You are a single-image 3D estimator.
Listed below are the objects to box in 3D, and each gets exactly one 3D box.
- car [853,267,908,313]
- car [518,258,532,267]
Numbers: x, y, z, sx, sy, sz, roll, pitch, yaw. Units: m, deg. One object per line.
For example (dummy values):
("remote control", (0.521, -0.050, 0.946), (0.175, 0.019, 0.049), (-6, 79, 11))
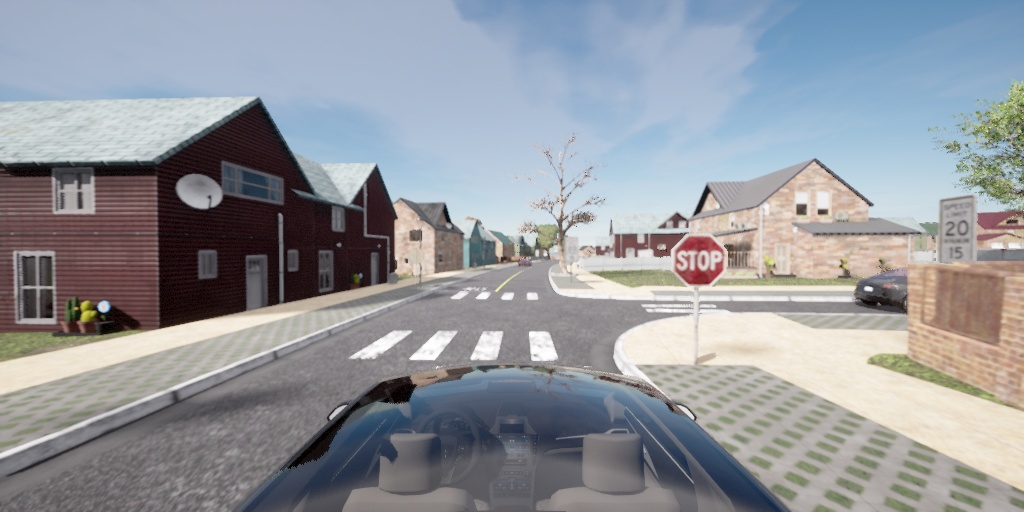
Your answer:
("car", (13.246, 0.969, 10.903), (4.181, 1.385, 1.994), (-1, 1, 13))
("car", (2.215, 1.063, 59.555), (1.994, 1.385, 4.181), (0, 0, 9))
